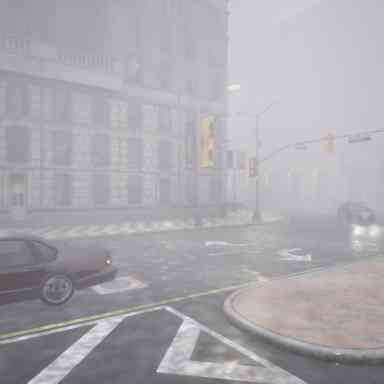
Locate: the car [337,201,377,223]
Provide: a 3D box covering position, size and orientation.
[{"bbox_3d":[12.613,1.491,25.698,2.128,1.511,4.902,0,0,11],"label":"car"}]

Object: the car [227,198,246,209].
[{"bbox_3d":[4.808,1.548,44.628,2.033,1.411,5.357,0,0,-35],"label":"car"}]

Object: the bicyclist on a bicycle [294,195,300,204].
[{"bbox_3d":[17.991,1.300,57.149,1.656,1.620,0.582,0,0,-35],"label":"bicyclist on a bicycle"}]

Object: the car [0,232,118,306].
[{"bbox_3d":[-4.235,1.547,6.515,5.357,1.411,2.033,0,0,-34],"label":"car"}]
